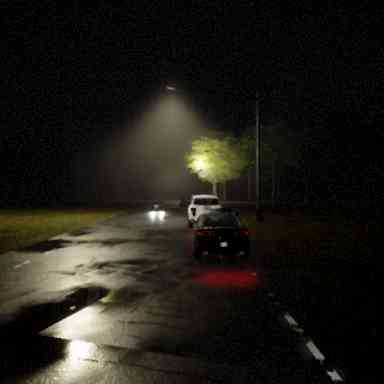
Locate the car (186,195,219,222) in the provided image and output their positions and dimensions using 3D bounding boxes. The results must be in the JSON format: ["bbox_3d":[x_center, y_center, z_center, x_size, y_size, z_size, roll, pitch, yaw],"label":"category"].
[{"bbox_3d":[0.834,1.243,22.909,2.150,2.045,5.566,0,0,-1],"label":"car"}]

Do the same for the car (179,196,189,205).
[{"bbox_3d":[-1.513,1.617,64.130,1.837,1.490,4.892,-1,0,-3],"label":"car"}]

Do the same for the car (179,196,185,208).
[{"bbox_3d":[-0.881,1.629,48.595,1.994,1.385,4.181,-1,0,-2],"label":"car"}]

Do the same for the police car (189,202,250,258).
[{"bbox_3d":[0.970,1.428,12.963,1.930,1.638,5.238,0,0,-1],"label":"police car"}]

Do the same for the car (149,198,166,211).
[{"bbox_3d":[-4.281,1.548,42.090,2.128,1.511,4.902,0,0,-2],"label":"car"}]
